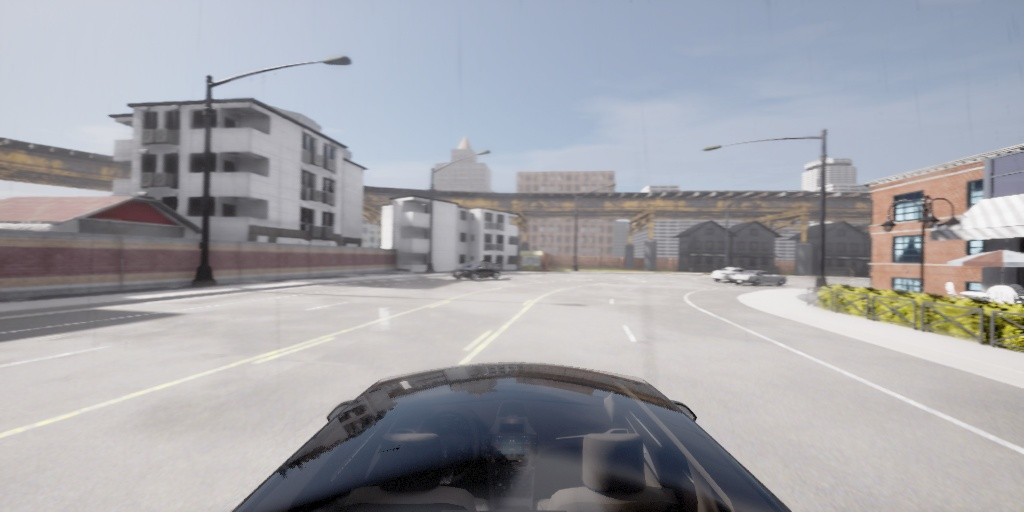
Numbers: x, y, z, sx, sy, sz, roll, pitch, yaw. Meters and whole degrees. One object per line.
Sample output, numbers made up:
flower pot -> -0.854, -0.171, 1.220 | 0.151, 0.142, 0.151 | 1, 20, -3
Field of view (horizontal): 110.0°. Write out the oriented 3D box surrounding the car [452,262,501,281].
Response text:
car -> -2.822, 1.246, 29.591 | 1.837, 1.490, 4.892 | 1, -1, 34

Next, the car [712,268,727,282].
car -> 21.915, 1.861, 35.150 | 4.674, 1.442, 1.812 | 1, 0, -15

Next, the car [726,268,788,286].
car -> 21.580, 1.921, 31.339 | 4.718, 1.301, 1.895 | 1, 0, -17
